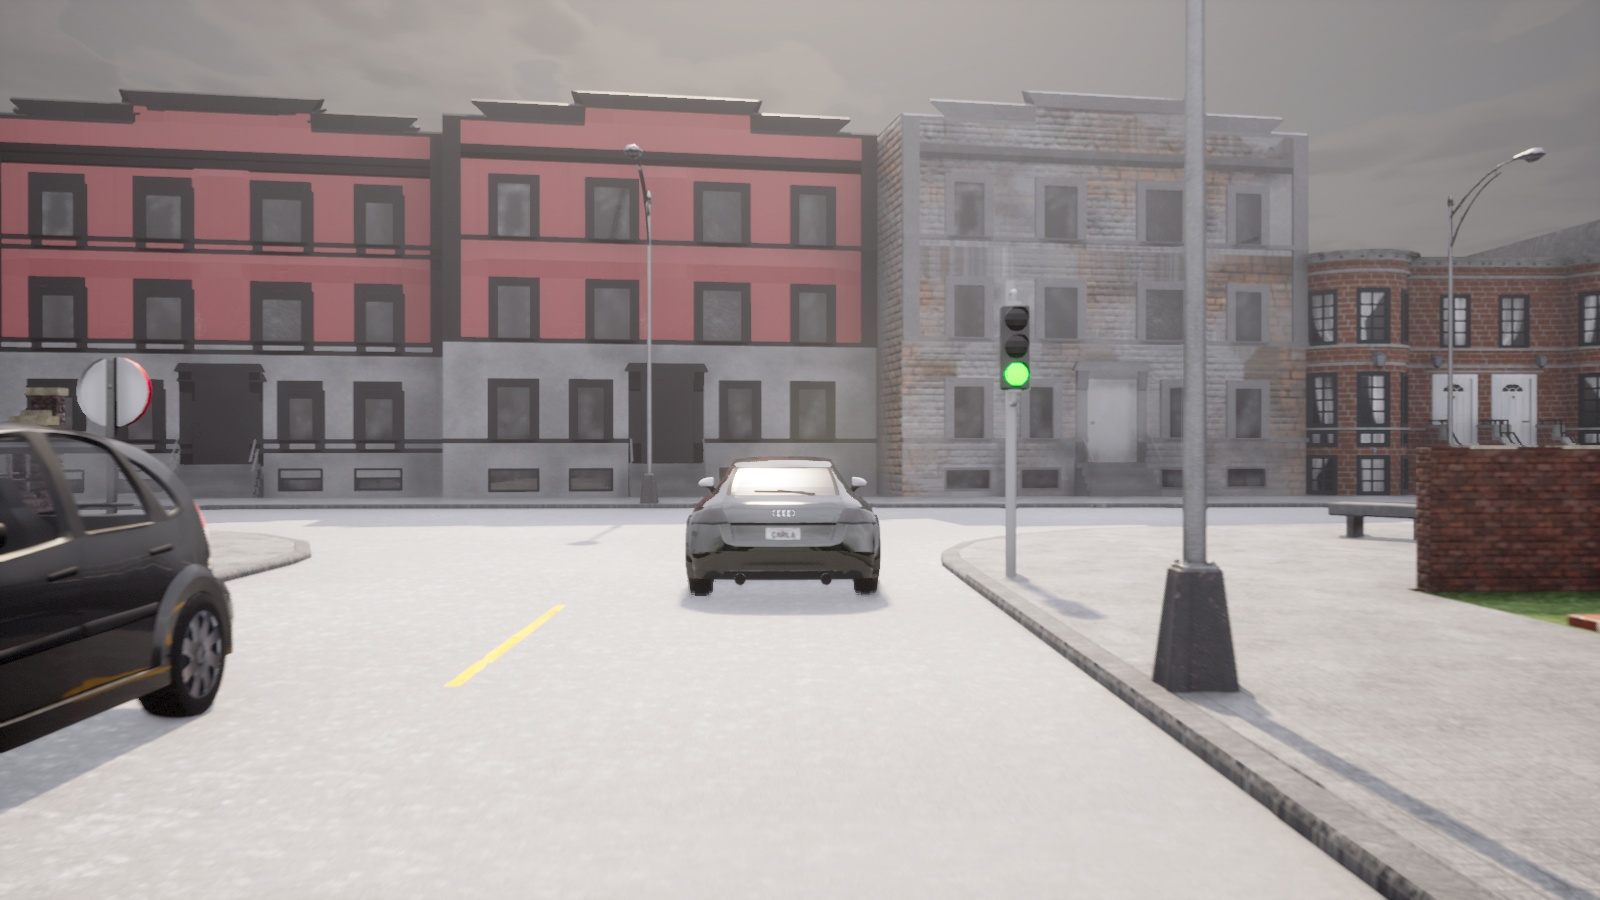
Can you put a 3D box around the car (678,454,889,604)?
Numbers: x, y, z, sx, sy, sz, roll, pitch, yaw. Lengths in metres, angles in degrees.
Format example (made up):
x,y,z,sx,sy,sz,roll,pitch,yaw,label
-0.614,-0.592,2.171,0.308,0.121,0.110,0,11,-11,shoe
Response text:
x,y,z,sx,sy,sz,roll,pitch,yaw,label
-0.185,0.756,13.951,1.994,1.385,4.181,0,0,-1,car

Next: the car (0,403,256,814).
x,y,z,sx,sy,sz,roll,pitch,yaw,label
-4.089,0.621,5.441,1.851,1.617,3.988,0,0,-2,car
